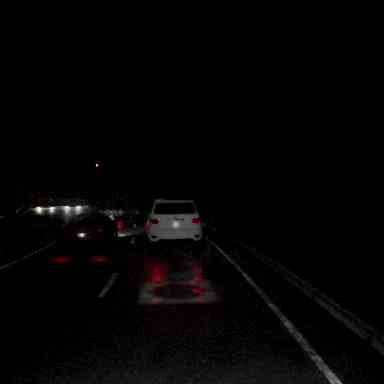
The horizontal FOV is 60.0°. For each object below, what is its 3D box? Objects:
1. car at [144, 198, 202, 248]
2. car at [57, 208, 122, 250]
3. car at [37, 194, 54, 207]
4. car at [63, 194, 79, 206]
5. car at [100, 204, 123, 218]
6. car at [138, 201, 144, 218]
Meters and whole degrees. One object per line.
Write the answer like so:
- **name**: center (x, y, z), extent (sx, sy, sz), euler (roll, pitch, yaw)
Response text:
- **car**: center (-0.917, 1.261, 14.956), extent (2.150, 2.045, 5.566), euler (0, 0, -7)
- **car**: center (-4.387, 1.601, 14.508), extent (1.994, 1.385, 4.181), euler (0, 0, -7)
- **car**: center (-21.003, 1.098, 47.550), extent (2.097, 1.767, 4.553), euler (-2, 3, -25)
- **car**: center (-17.814, 1.169, 48.999), extent (1.837, 1.490, 4.892), euler (-2, 3, -25)
- **car**: center (-7.194, 1.675, 29.511), extent (1.895, 1.301, 4.718), euler (-1, 0, -14)
- **car**: center (-3.795, 1.503, 30.337), extent (2.128, 1.511, 4.902), euler (-1, 1, -14)
